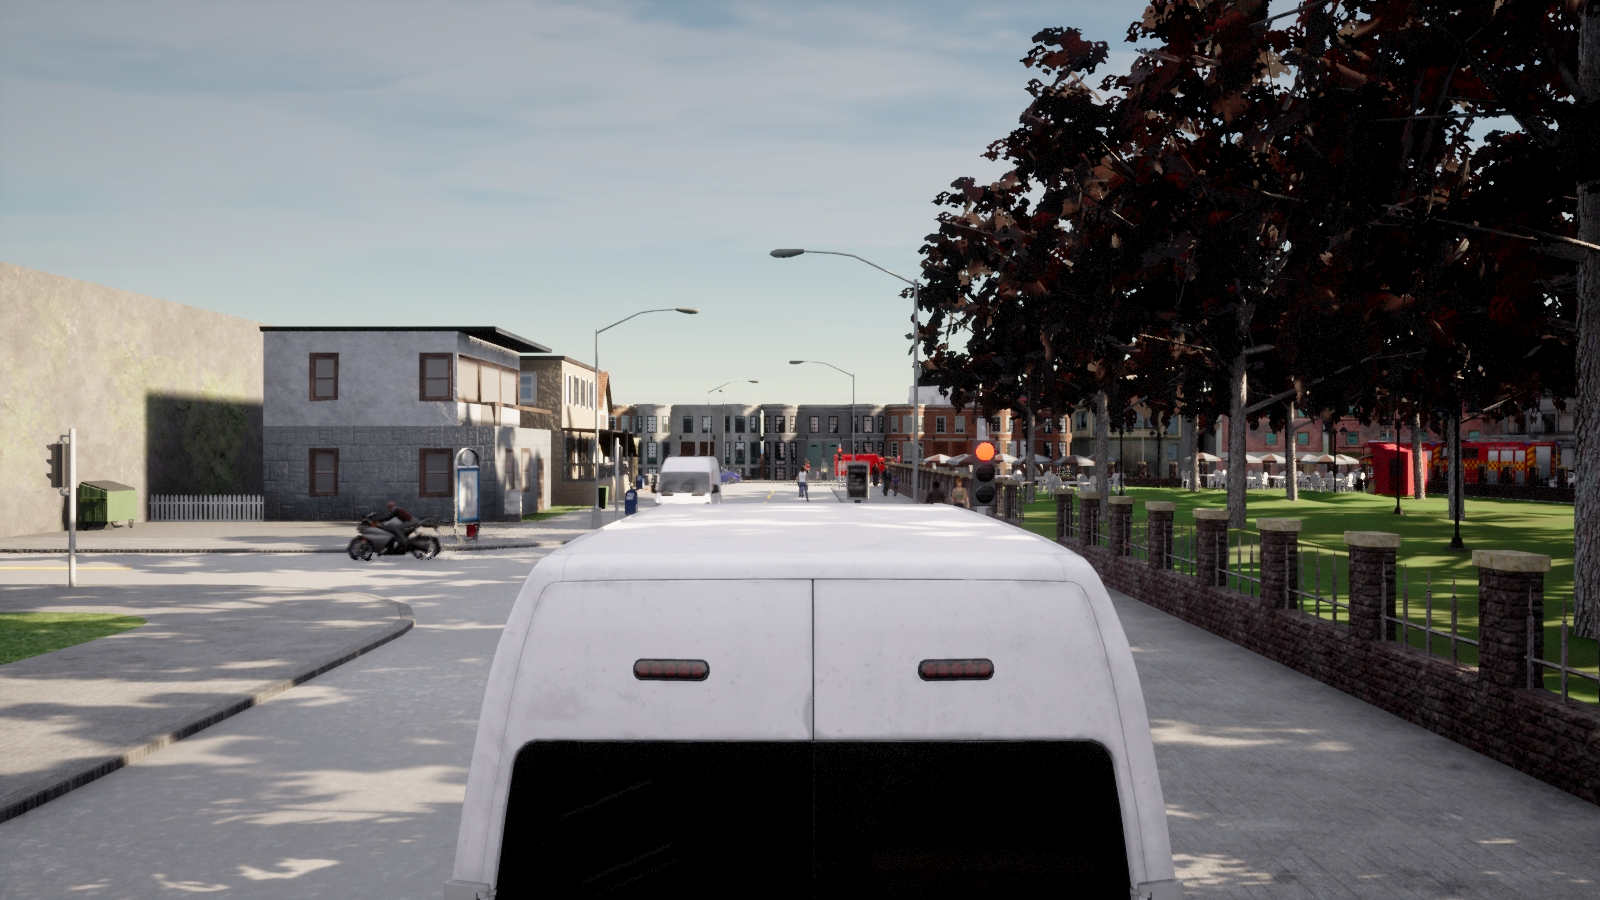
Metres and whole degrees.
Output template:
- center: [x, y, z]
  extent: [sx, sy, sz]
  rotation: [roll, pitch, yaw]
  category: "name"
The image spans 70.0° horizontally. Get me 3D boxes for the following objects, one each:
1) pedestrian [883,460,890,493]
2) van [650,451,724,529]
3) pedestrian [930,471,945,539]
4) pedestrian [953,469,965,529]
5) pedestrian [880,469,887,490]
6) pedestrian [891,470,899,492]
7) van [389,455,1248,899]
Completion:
- center: [4.939, 1.525, 65.406]
  extent: [0.375, 1.860, 0.375]
  rotation: [0, 0, -4]
  category: "pedestrian"
- center: [-3.901, 1.313, 40.403]
  extent: [1.988, 2.561, 5.915]
  rotation: [0, 0, 0]
  category: "van"
- center: [3.824, 1.525, 31.801]
  extent: [0.375, 1.860, 0.375]
  rotation: [0, 0, -3]
  category: "pedestrian"
- center: [5.006, 1.525, 35.888]
  extent: [0.375, 1.860, 0.375]
  rotation: [0, 0, 9]
  category: "pedestrian"
- center: [5.188, 1.805, 70.952]
  extent: [0.375, 1.300, 0.375]
  rotation: [0, 0, -8]
  category: "pedestrian"
- center: [5.508, 1.804, 66.327]
  extent: [0.375, 1.300, 0.375]
  rotation: [0, 0, 13]
  category: "pedestrian"
- center: [0.036, 1.314, 5.605]
  extent: [1.988, 2.561, 5.915]
  rotation: [0, 0, 0]
  category: "van"
